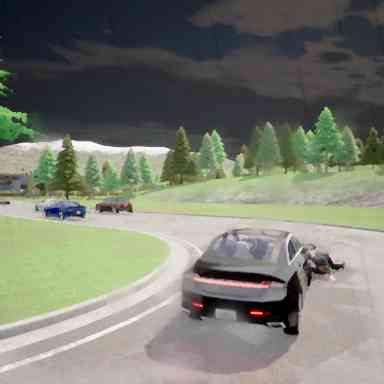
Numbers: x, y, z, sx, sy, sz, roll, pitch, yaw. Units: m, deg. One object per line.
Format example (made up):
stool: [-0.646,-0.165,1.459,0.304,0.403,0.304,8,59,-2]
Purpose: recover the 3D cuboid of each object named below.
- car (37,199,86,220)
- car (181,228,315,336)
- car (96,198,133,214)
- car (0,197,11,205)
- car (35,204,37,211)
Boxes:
car: [-11.059,1.501,28.643,5.008,1.535,1.882,0,0,42]
car: [1.389,1.500,6.875,2.128,1.511,4.902,0,0,22]
car: [-8.354,1.386,35.660,4.553,1.767,2.097,0,0,43]
car: [-34.496,1.641,60.804,1.895,1.301,4.718,0,0,-35]
car: [-16.900,1.556,39.250,1.812,1.442,4.674,0,0,-44]
